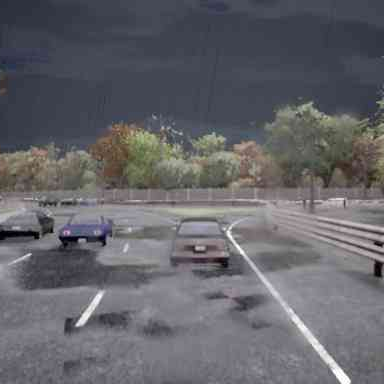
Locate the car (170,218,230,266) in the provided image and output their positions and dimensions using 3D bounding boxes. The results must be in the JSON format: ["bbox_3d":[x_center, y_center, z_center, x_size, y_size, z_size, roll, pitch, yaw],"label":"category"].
[{"bbox_3d":[0.265,1.613,11.698,2.033,1.411,5.357,0,0,1],"label":"car"}]

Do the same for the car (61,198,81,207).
[{"bbox_3d":[-22.835,1.903,61.451,1.882,1.535,5.008,0,0,-37],"label":"car"}]

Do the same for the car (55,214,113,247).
[{"bbox_3d":[-4.806,1.707,15.773,1.895,1.301,4.718,0,0,-9],"label":"car"}]

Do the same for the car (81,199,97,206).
[{"bbox_3d":[-19.953,1.974,63.438,2.033,1.411,5.357,0,0,-37],"label":"car"}]

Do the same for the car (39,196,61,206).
[{"bbox_3d":[-25.735,1.651,59.490,2.150,2.045,5.566,0,0,-37],"label":"car"}]

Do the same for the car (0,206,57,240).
[{"bbox_3d":[-8.730,1.696,17.866,1.994,1.385,4.181,0,0,-10],"label":"car"}]
